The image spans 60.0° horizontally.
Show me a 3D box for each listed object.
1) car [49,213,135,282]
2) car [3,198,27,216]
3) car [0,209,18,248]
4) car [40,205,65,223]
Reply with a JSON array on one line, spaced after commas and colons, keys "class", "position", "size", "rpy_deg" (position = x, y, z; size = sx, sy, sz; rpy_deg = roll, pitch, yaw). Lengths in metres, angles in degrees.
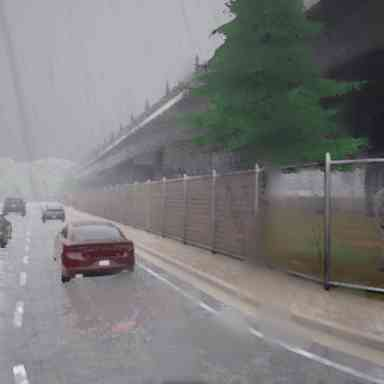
[{"class": "car", "position": [-3.272, 1.650, 10.529], "size": [1.882, 1.535, 5.008], "rpy_deg": [1, -1, -26]}, {"class": "car", "position": [-20.459, 1.689, 38.444], "size": [2.150, 2.045, 5.566], "rpy_deg": [1, -1, -26]}, {"class": "car", "position": [-9.494, 1.720, 15.435], "size": [2.033, 1.411, 5.357], "rpy_deg": [1, -1, -26]}, {"class": "car", "position": [-12.587, 1.915, 30.070], "size": [2.128, 1.511, 4.902], "rpy_deg": [1, -1, -26]}]
